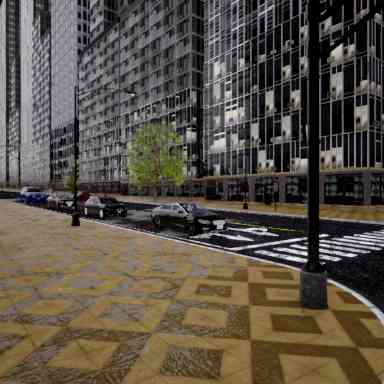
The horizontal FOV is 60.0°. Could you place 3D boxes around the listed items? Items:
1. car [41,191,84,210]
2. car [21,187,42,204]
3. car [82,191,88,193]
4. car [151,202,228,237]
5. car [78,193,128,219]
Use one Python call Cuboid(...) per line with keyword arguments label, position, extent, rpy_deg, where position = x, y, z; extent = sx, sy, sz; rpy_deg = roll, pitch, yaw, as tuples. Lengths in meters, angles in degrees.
Cuboid(label="car", position=(-12.888, 0.883, 32.881), extent=(2.128, 1.511, 4.902), rpy_deg=(0, 1, -38))
Cuboid(label="car", position=(-20.236, 0.384, 42.370), extent=(2.150, 2.045, 5.566), rpy_deg=(0, 2, -38))
Cuboid(label="car", position=(-18.877, 0.492, 56.670), extent=(1.812, 1.442, 4.674), rpy_deg=(0, 1, -38))
Cuboid(label="car", position=(-0.254, 1.257, 16.790), extent=(2.128, 1.511, 4.902), rpy_deg=(0, 1, -38))
Cuboid(label="car", position=(-6.467, 1.086, 24.689), extent=(1.837, 1.490, 4.892), rpy_deg=(0, 1, -38))
